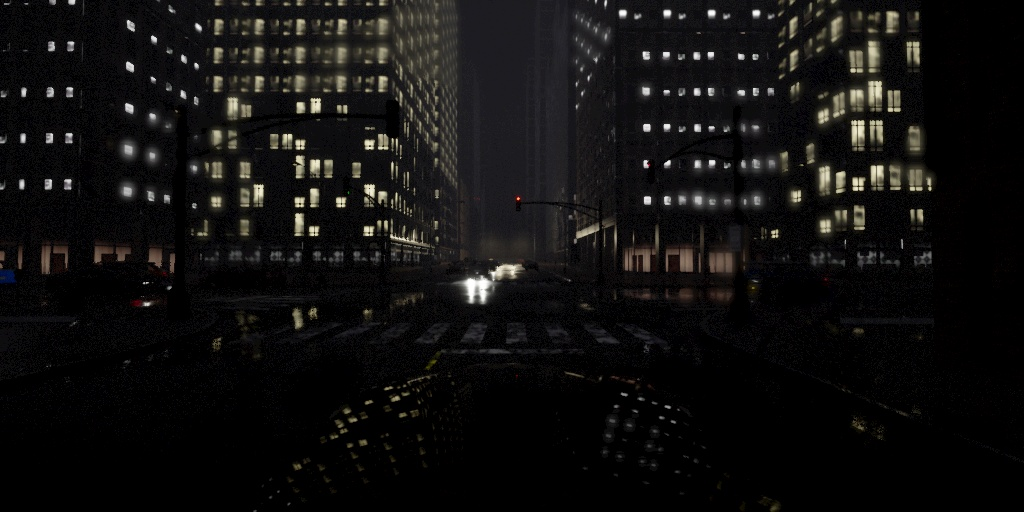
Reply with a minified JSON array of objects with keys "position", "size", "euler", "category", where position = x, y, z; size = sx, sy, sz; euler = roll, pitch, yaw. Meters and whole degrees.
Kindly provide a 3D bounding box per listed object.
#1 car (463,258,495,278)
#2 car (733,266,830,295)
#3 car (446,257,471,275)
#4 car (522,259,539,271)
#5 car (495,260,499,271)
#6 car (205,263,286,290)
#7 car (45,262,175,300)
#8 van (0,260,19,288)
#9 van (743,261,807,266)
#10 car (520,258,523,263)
[{"position":[-3.096,1.253,34.366],"size":[2.128,1.511,4.902],"euler":[0,0,0],"category":"car"},{"position":[14.664,1.380,19.581],"size":[4.181,1.385,1.994],"euler":[0,-1,0],"category":"car"},{"position":[-5.688,1.202,37.667],"size":[1.967,1.591,4.097],"euler":[0,0,0],"category":"car"},{"position":[2.693,1.349,48.878],"size":[1.802,1.307,4.207],"euler":[0,0,0],"category":"car"},{"position":[-3.094,1.292,47.252],"size":[1.812,1.442,4.674],"euler":[0,0,0],"category":"car"},{"position":[-16.491,1.254,22.231],"size":[4.097,1.591,1.967],"euler":[0,0,0],"category":"car"},{"position":[-18.164,1.188,16.459],"size":[4.902,1.511,2.128],"euler":[0,-1,0],"category":"car"},{"position":[-33.437,1.131,22.270],"size":[3.998,1.789,1.690],"euler":[0,0,0],"category":"van"},{"position":[15.983,1.210,22.155],"size":[3.998,1.789,1.690],"euler":[0,0,0],"category":"van"},{"position":[2.695,1.296,60.204],"size":[1.751,1.417,4.829],"euler":[0,0,0],"category":"car"}]
